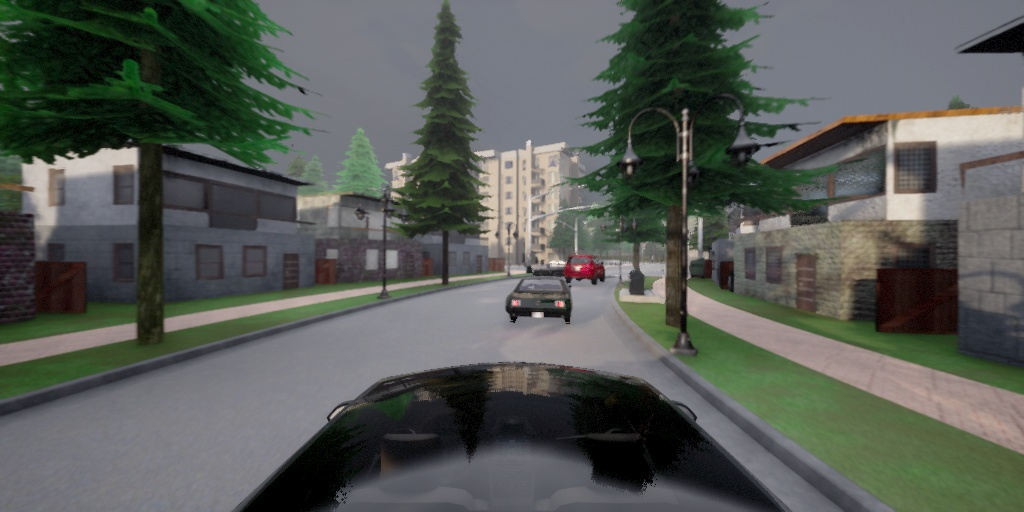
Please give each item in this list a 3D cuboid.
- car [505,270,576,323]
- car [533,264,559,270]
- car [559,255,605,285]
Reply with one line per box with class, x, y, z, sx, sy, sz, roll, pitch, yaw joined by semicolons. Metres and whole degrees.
car;1.073;1.338;12.086;1.895;1.301;4.718;0;0;9
car;3.374;1.316;30.722;1.895;1.301;4.718;0;0;27
car;5.405;0.956;26.356;2.150;2.045;5.566;0;0;23
